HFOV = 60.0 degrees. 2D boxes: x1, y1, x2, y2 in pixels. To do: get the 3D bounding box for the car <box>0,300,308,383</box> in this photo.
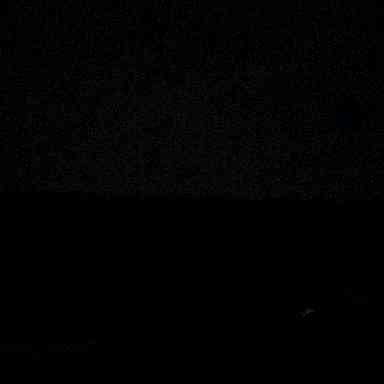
[{"bbox_3d":[-1.499,1.548,1.879,5.357,1.411,2.033,0,0,-36],"label":"car"}]
